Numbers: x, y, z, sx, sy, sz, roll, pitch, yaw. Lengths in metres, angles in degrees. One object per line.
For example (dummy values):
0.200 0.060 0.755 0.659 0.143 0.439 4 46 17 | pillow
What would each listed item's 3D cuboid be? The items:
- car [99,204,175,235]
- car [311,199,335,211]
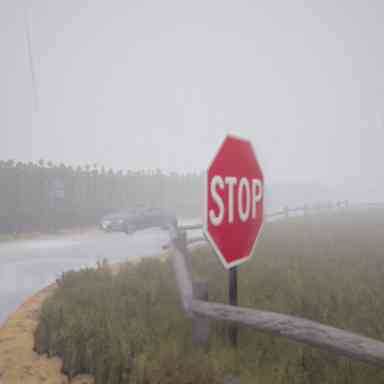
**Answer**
-2.945 1.462 18.646 2.128 1.511 4.902 0 0 36 | car
15.274 1.524 38.732 2.033 1.411 5.357 0 0 33 | car
